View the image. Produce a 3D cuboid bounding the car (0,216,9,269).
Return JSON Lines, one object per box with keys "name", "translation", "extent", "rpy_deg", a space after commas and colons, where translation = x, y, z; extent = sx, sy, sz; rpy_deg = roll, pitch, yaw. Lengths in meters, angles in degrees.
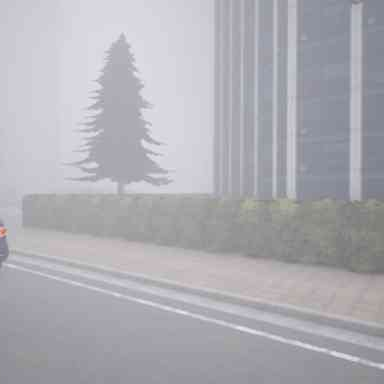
{"name": "car", "translation": [-7.213, 1.149, 9.100], "extent": [5.566, 2.045, 2.150], "rpy_deg": [0, 0, 35]}
